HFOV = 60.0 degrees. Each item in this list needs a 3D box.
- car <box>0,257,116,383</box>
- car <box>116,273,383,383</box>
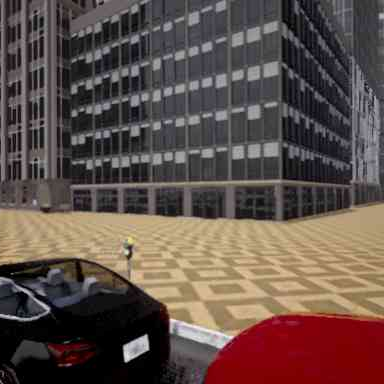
[{"bbox_3d":[-2.238,1.569,4.481,4.313,1.339,1.947,0,0,36],"label":"car"},{"bbox_3d":[2.269,1.314,1.260,5.009,1.841,2.192,0,0,36],"label":"car"}]
